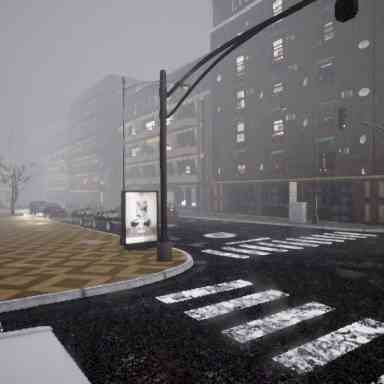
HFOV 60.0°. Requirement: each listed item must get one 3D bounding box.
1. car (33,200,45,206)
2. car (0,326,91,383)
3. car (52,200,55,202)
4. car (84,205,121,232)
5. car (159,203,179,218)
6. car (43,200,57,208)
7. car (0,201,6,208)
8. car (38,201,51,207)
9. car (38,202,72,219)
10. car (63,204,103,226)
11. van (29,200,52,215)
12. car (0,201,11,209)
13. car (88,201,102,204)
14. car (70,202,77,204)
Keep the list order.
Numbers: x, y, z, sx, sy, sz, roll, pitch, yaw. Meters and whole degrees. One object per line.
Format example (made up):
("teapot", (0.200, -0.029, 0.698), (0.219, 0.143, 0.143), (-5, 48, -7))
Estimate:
("car", (-37.851, 2.796, 82.241), (1.887, 1.381, 4.507), (-2, 0, -36))
("car", (-2.847, 1.601, 1.448), (4.718, 1.301, 1.895), (0, 0, -36))
("car", (-25.375, 2.469, 60.589), (1.994, 1.385, 4.181), (-1, -1, -36))
("car", (-5.576, 1.887, 23.105), (2.008, 1.369, 4.403), (-2, 0, -36))
("car", (-3.154, 1.823, 34.492), (1.967, 1.590, 4.097), (-2, 0, -36))
("car", (-31.326, 2.526, 73.216), (1.967, 1.590, 4.097), (-2, 0, -36))
("car", (-44.641, 2.861, 77.329), (1.887, 1.381, 4.507), (-2, 0, -36))
("car", (-34.586, 2.734, 77.728), (1.947, 1.339, 4.313), (-2, 0, -36))
("car", (-14.916, 2.114, 36.094), (1.887, 1.381, 4.507), (-2, 0, -36))
("car", (-8.840, 1.968, 27.617), (2.008, 1.369, 4.403), (-2, 0, -36))
("van", (-19.834, 2.034, 42.982), (1.690, 1.788, 3.998), (-2, 0, -36))
("car", (-38.113, 2.702, 68.305), (2.008, 1.369, 4.403), (-2, 0, -36))
("car", (-15.001, 2.118, 50.657), (1.967, 1.590, 4.097), (-2, 0, -36))
("car", (-21.530, 2.423, 59.679), (1.802, 1.307, 4.206), (-2, 0, -36))
